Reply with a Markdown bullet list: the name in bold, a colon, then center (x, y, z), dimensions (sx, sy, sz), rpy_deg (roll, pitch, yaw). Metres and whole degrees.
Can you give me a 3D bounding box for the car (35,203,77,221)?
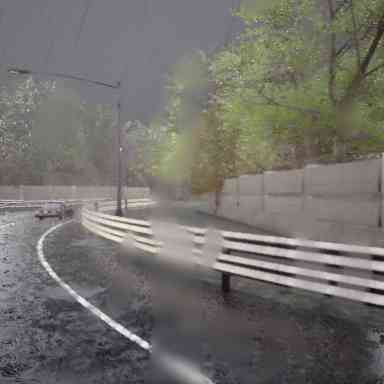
- **car**: center (-11.330, 1.587, 28.004), dimensions (2.033, 1.411, 5.357), rpy_deg (0, 0, -3)
